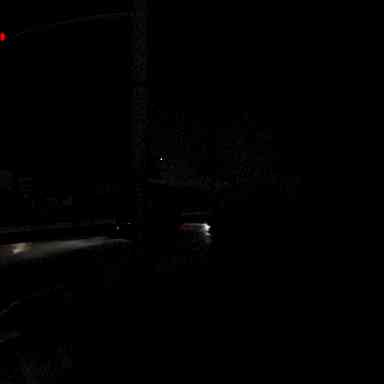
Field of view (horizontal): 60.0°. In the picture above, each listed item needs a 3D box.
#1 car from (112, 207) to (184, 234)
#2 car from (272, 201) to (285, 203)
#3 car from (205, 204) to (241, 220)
[{"bbox_3d":[-2.488,1.644,19.644,2.128,1.511,4.902,0,0,36],"label":"car"},{"bbox_3d":[9.189,1.675,35.528,1.812,1.442,4.674,0,0,38],"label":"car"},{"bbox_3d":[3.251,1.699,27.601,2.033,1.411,5.357,0,0,36],"label":"car"}]
